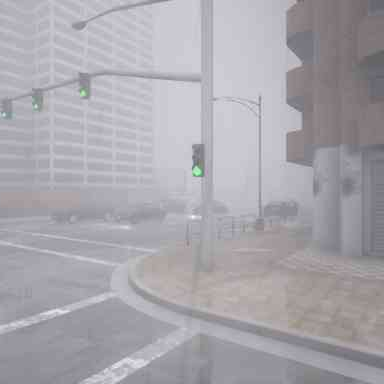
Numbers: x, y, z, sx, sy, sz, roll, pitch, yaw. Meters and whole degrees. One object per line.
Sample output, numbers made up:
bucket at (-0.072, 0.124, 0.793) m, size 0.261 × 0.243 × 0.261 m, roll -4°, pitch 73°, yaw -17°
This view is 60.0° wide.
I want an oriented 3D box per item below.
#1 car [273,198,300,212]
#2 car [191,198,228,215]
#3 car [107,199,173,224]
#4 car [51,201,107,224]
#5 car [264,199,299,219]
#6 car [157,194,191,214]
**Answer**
car at (11.648, 1.526, 40.701) m, size 1.812 × 1.442 × 4.674 m, roll 0°, pitch 0°, yaw 35°
car at (1.881, 1.564, 33.234) m, size 1.994 × 1.385 × 4.181 m, roll 0°, pitch 0°, yaw 36°
car at (-3.817, 1.526, 25.182) m, size 1.812 × 1.442 × 4.674 m, roll 0°, pitch 0°, yaw 35°
car at (-8.118, 1.478, 25.195) m, size 1.882 × 1.535 × 5.008 m, roll 0°, pitch 0°, yaw 35°
car at (7.957, 1.504, 29.393) m, size 1.837 × 1.490 × 4.892 m, roll 0°, pitch 0°, yaw 35°
car at (-2.541, 1.352, 33.063) m, size 2.097 × 1.767 × 4.553 m, roll 0°, pitch 0°, yaw 35°
